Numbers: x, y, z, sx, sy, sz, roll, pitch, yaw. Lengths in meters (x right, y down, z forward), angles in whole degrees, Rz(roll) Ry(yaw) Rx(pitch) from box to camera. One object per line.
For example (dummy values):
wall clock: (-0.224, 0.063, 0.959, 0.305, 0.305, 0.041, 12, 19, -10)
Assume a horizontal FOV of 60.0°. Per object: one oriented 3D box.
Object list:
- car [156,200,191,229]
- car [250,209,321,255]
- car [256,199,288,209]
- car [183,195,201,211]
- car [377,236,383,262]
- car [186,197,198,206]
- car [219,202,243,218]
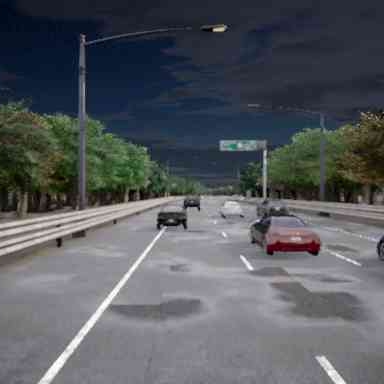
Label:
car: (-1.224, 1.542, 22.015, 1.882, 1.535, 5.008, 0, 0, 0)
car: (3.602, 1.601, 13.518, 1.994, 1.385, 4.181, 0, 0, 0)
car: (7.102, 1.444, 29.762, 2.097, 1.767, 4.553, 0, 0, 0)
car: (0.031, 1.367, 44.219, 2.150, 2.045, 5.566, 0, -1, 0)
car: (7.087, 1.551, 9.154, 1.812, 1.442, 4.674, 0, 0, 0)
car: (0.003, 1.696, 58.979, 1.882, 1.535, 5.008, 0, 0, 0)
car: (3.601, 1.622, 31.175, 1.812, 1.442, 4.674, 0, 0, 0)
